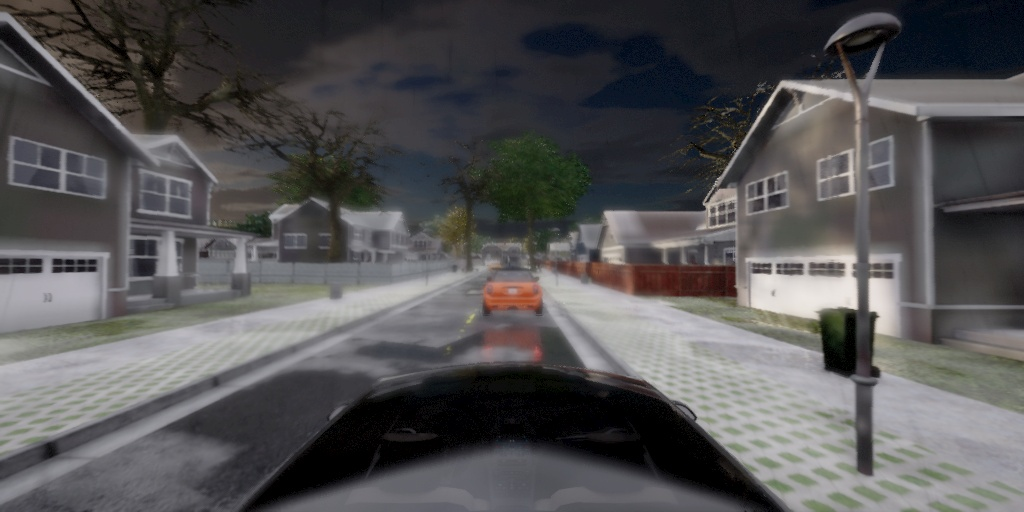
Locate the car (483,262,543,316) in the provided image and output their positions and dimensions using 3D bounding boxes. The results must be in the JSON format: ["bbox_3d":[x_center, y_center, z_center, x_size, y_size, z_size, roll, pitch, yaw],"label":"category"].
[{"bbox_3d":[0.048,1.216,14.149,2.097,1.767,4.553,0,-1,1],"label":"car"}]

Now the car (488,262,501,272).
[{"bbox_3d":[-2.807,1.736,58.632,1.882,1.535,5.008,0,0,0],"label":"car"}]
